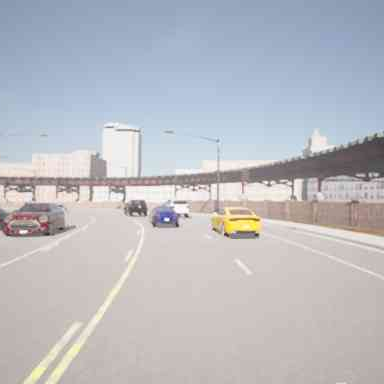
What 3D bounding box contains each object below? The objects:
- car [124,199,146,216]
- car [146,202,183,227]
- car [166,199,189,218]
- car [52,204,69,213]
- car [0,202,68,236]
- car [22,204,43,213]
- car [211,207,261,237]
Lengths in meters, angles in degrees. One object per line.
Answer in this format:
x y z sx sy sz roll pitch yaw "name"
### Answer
-7.148 1.978 41.954 2.150 2.045 5.566 1 -2 -21 "car"
-2.091 1.709 24.238 1.812 1.442 4.674 1 -1 -11 "car"
-1.993 1.851 37.891 2.150 2.045 5.566 1 -2 -18 "car"
-22.294 2.782 56.177 1.812 1.442 4.674 2 -3 -33 "car"
-8.295 1.331 17.936 2.097 1.767 4.553 1 -1 -9 "car"
-27.650 2.876 57.682 2.033 1.411 5.357 2 -3 -40 "car"
2.357 1.602 18.930 1.882 1.535 5.008 1 -1 -8 "car"
